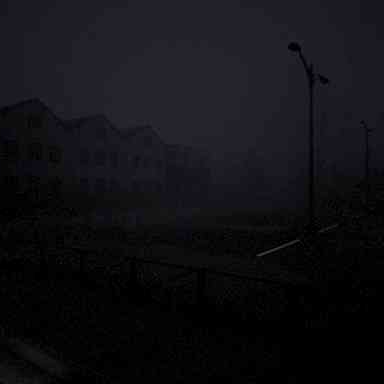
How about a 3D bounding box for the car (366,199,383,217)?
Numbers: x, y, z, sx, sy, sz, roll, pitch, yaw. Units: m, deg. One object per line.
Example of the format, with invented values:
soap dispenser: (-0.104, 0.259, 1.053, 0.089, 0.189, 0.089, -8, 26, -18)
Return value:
car: (15.375, 1.298, 26.844, 2.007, 1.523, 4.514, 0, 0, 35)
